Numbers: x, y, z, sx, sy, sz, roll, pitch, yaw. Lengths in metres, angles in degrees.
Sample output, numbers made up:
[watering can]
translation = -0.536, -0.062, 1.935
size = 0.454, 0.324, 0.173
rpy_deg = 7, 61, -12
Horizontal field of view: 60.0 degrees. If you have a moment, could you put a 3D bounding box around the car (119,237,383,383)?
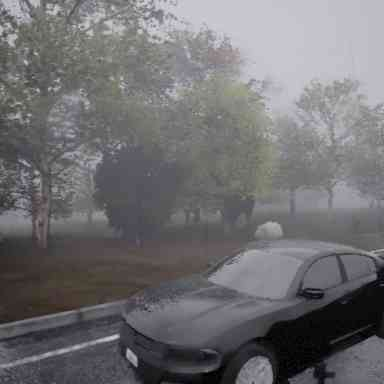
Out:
[car]
translation = 1.396, 1.498, 4.989
size = 5.008, 1.535, 1.882
rpy_deg = 0, 0, -35
